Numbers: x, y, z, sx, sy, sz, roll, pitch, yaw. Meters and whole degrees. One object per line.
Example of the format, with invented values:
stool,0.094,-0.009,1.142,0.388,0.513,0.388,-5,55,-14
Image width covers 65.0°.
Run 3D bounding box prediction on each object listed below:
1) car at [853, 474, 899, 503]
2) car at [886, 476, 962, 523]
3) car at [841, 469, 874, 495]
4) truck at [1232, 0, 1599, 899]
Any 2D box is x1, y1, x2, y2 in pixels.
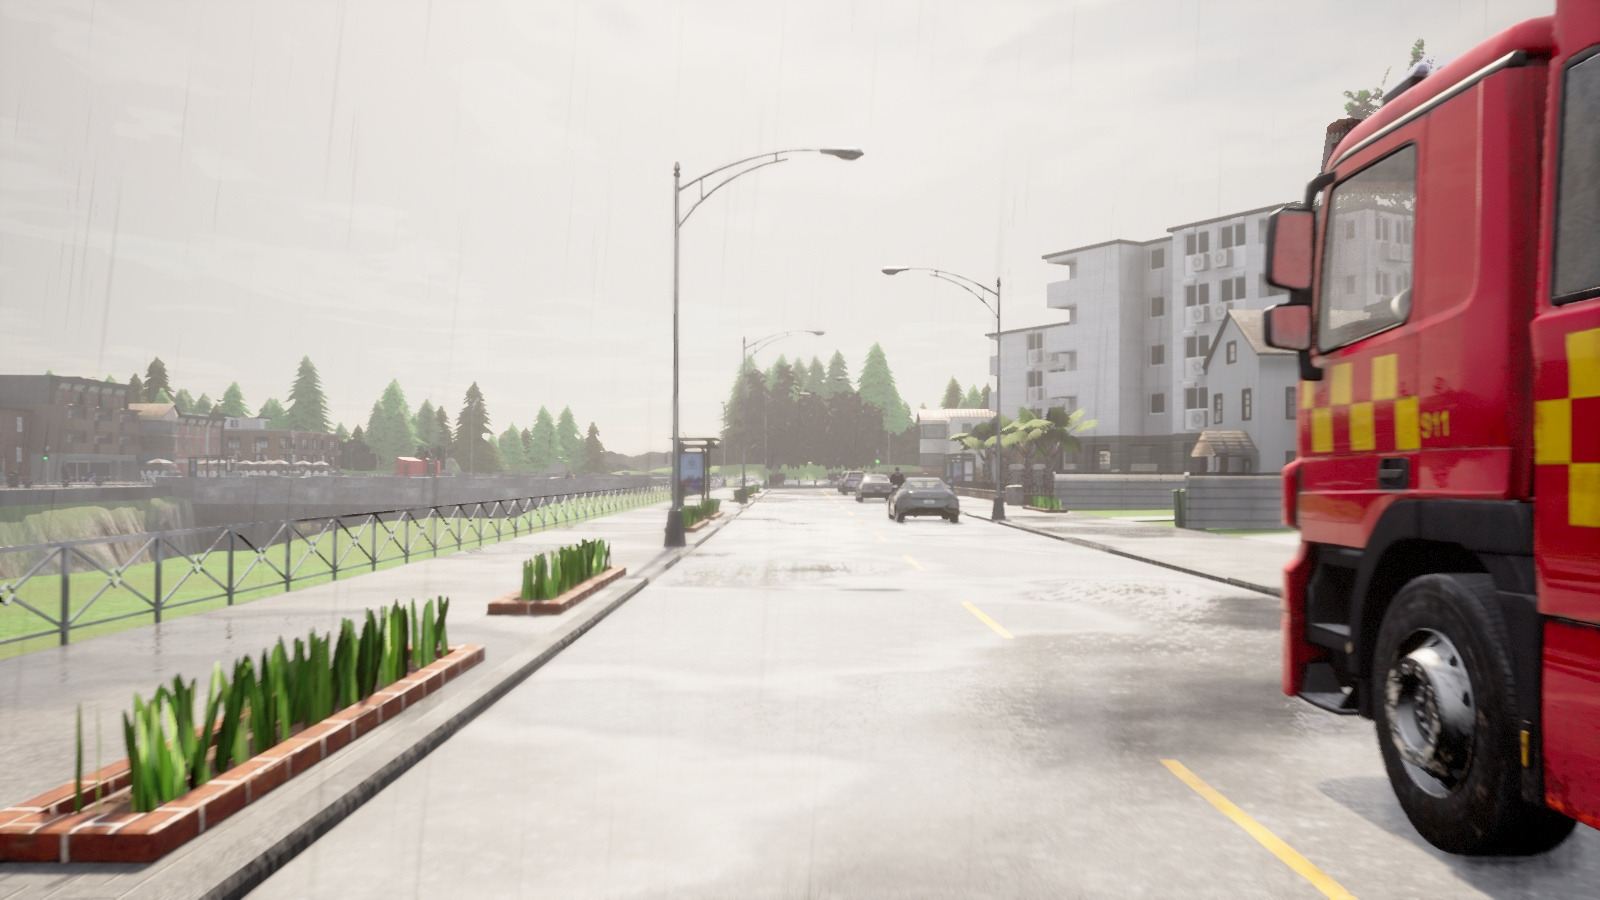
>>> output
car,3.849,1.925,64.451,2.033,1.411,5.357,0,-1,0
car,3.906,1.533,40.052,1.994,1.385,4.181,0,-1,0
car,3.797,2.132,83.685,2.033,1.649,4.856,0,0,0
truck,3.988,-0.314,3.084,2.891,3.827,8.468,0,-1,0
